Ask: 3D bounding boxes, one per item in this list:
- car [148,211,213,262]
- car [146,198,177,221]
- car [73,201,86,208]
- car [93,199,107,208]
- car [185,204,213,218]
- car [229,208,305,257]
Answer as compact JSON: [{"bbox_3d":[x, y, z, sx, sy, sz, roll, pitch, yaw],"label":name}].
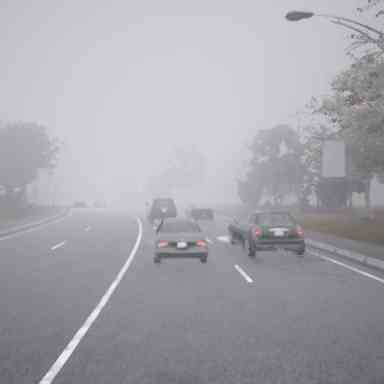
[{"bbox_3d":[-0.507,1.685,12.705,2.033,1.411,5.357,0,-1,-5],"label":"car"},{"bbox_3d":[-2.578,1.522,27.777,2.150,2.045,5.566,0,0,-11],"label":"car"},{"bbox_3d":[-20.201,2.206,59.855,1.895,1.301,4.718,0,-1,-24],"label":"car"},{"bbox_3d":[-16.849,2.119,60.782,2.128,1.511,4.902,0,-1,-24],"label":"car"},{"bbox_3d":[0.544,1.804,30.036,1.882,1.535,5.008,0,0,-11],"label":"car"},{"bbox_3d":[2.902,1.504,13.877,2.097,1.767,4.553,0,-1,-5],"label":"car"}]
